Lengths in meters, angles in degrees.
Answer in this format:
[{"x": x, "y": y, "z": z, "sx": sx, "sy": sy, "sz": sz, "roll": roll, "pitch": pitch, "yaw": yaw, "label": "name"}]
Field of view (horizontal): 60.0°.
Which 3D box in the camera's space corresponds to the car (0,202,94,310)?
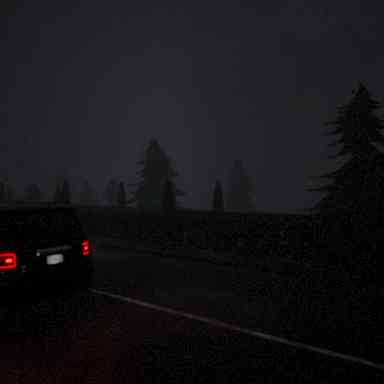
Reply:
[{"x": -4.504, "y": 1.238, "z": 7.216, "sx": 5.566, "sy": 2.045, "sz": 2.150, "roll": 0, "pitch": 0, "yaw": 36, "label": "car"}]
